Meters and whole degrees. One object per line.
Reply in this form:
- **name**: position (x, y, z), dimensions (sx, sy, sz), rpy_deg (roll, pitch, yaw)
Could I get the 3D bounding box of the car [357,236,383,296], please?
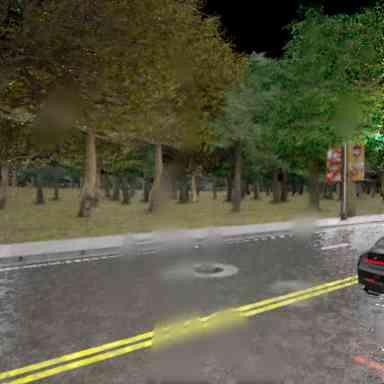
- **car**: position (5.599, 1.511, 7.431), dimensions (4.892, 1.490, 1.837), rpy_deg (0, 0, -35)
